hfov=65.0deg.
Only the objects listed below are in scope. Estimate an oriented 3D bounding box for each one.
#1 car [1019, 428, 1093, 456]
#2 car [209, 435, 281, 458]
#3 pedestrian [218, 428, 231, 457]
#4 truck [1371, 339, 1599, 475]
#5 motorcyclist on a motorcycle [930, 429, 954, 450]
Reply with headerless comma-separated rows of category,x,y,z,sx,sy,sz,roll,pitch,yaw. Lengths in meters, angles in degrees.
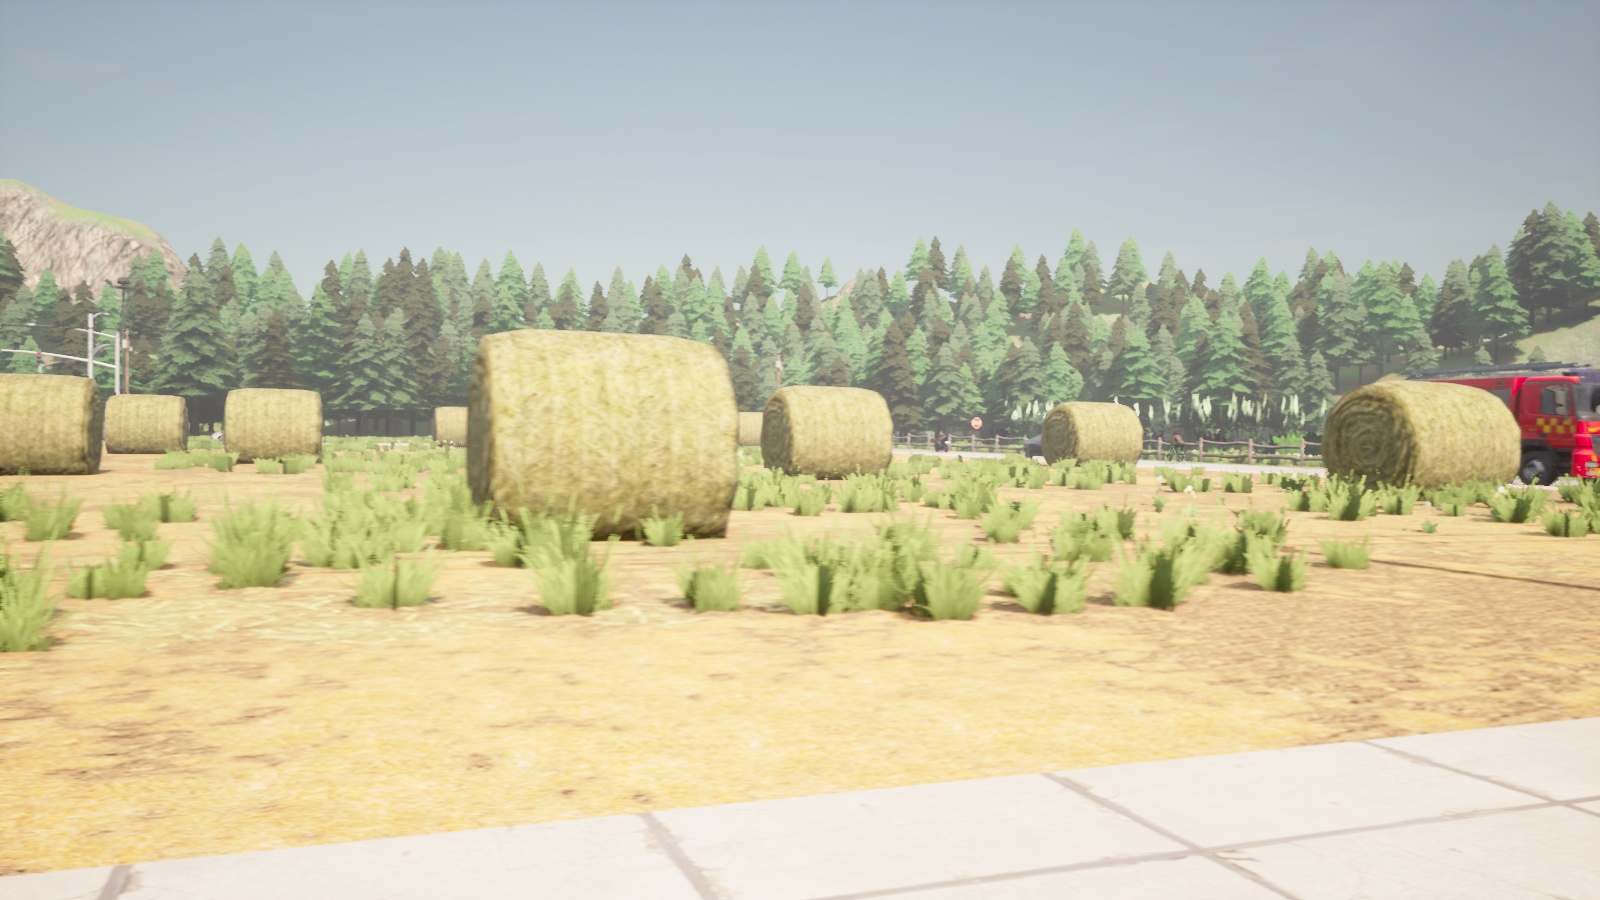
car,13.618,-0.440,67.198,1.812,1.442,4.674,-1,1,-18
car,-39.114,-0.276,88.652,4.514,1.525,2.007,-1,1,-21
pedestrian,-36.530,-0.480,79.749,0.703,1.840,0.431,-1,1,-20
truck,22.408,-1.280,39.831,2.891,3.827,8.468,-1,1,-18
motorcyclist on a motorcycle,10.100,-0.755,89.548,0.866,1.530,2.191,-1,1,-18
